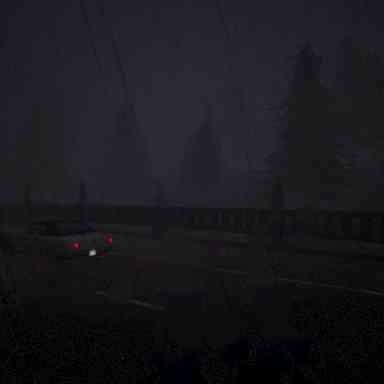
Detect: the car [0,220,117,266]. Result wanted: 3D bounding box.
[{"bbox_3d":[-4.949,1.646,11.821,4.718,1.301,1.895,0,0,36],"label":"car"}]
